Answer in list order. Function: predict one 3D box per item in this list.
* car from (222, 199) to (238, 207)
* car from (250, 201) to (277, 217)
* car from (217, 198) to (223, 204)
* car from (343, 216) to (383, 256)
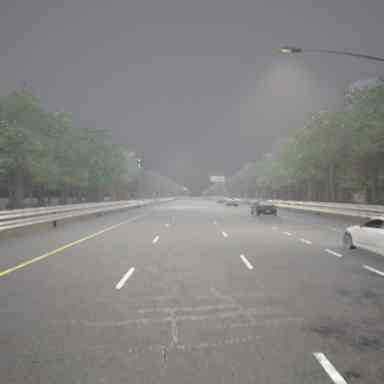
[{"bbox_3d":[7.217,2.071,61.277,1.895,1.301,4.718,0,-1,0],"label":"car"},{"bbox_3d":[7.068,1.645,33.207,1.882,1.535,5.008,0,-1,0],"label":"car"},{"bbox_3d":[7.425,2.309,86.247,1.812,1.442,4.674,0,-1,1],"label":"car"},{"bbox_3d":[7.011,1.546,11.518,1.812,1.442,4.674,0,0,0],"label":"car"}]
